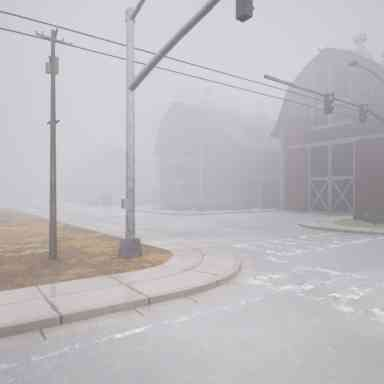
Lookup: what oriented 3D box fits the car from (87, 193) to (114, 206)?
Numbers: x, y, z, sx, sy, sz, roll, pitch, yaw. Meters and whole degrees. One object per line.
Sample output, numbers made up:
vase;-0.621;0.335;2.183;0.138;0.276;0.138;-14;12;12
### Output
car;-13.869;1.118;50.556;3.866;1.878;1.905;-2;5;11
